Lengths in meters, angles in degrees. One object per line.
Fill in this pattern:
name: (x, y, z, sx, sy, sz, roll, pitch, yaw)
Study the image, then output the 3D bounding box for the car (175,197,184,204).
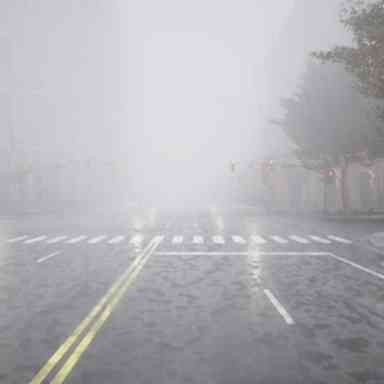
car: (-3.342, 2.165, 88.352, 2.097, 1.767, 4.553, 0, -1, 1)

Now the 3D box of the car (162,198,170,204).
car: (-6.842, 2.362, 88.355, 1.994, 1.385, 4.181, 0, -1, 1)
